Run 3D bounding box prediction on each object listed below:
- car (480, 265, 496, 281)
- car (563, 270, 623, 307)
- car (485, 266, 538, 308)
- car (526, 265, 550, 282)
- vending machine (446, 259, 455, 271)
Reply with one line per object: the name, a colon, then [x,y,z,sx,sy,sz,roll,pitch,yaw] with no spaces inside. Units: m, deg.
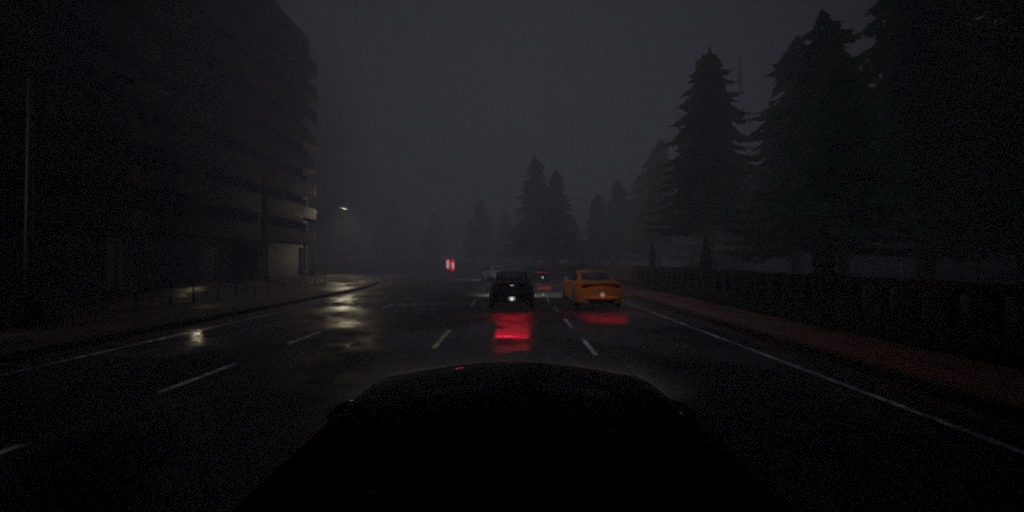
car: [-1.498,1.550,31.543,1.812,1.442,4.674,0,0,-16]
car: [3.498,1.362,16.329,1.882,1.535,5.008,0,0,0]
car: [-0.002,1.390,16.146,1.837,1.490,4.892,0,0,0]
car: [1.912,1.540,32.361,1.837,1.490,4.892,0,0,-16]
vending machine: [-9.870,1.459,57.542,0.880,2.100,1.100,0,0,40]
